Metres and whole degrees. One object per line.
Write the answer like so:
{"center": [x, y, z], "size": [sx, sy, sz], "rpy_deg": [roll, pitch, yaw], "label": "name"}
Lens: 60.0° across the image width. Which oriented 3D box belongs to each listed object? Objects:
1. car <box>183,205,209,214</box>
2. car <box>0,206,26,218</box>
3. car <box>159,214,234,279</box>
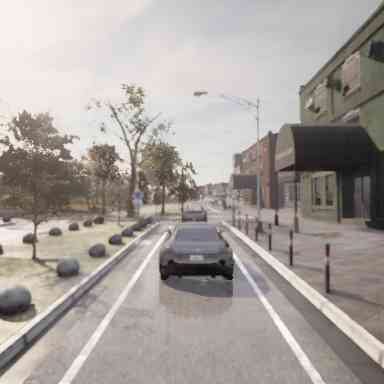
{"center": [0.277, 1.759, 25.609], "size": [2.128, 1.511, 4.902], "rpy_deg": [0, -2, 3], "label": "car"}
{"center": [-21.733, 2.295, 38.769], "size": [4.181, 1.385, 1.994], "rpy_deg": [1, -3, -30], "label": "car"}
{"center": [0.104, 1.585, 10.127], "size": [1.994, 1.385, 4.181], "rpy_deg": [0, 0, 0], "label": "car"}
